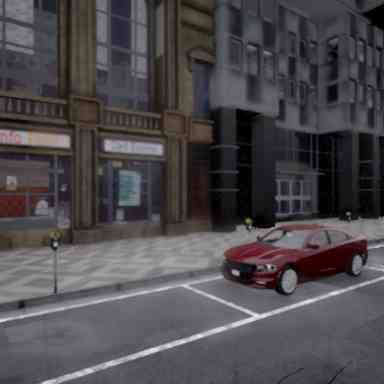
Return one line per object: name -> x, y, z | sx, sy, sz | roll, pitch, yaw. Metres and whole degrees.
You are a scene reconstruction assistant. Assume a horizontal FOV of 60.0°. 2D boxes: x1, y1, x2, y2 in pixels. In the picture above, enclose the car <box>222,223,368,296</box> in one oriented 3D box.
car -> 2.797, 1.536, 8.647 | 4.507, 1.381, 1.887 | 0, 0, -36
